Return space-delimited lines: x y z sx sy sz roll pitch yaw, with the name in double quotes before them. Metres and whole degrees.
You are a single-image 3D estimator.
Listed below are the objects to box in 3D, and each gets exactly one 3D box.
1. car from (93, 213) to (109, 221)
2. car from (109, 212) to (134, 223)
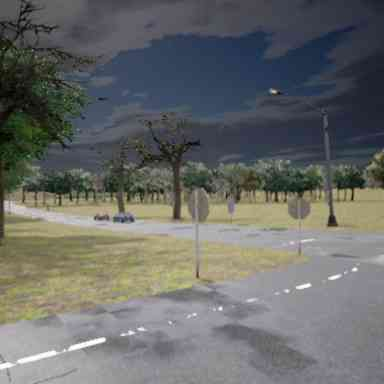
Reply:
"car" -16.608 4.536 61.008 1.812 1.442 4.674 -1 -1 -34
"car" -10.971 3.946 52.791 2.097 1.767 4.553 -1 -2 -34
